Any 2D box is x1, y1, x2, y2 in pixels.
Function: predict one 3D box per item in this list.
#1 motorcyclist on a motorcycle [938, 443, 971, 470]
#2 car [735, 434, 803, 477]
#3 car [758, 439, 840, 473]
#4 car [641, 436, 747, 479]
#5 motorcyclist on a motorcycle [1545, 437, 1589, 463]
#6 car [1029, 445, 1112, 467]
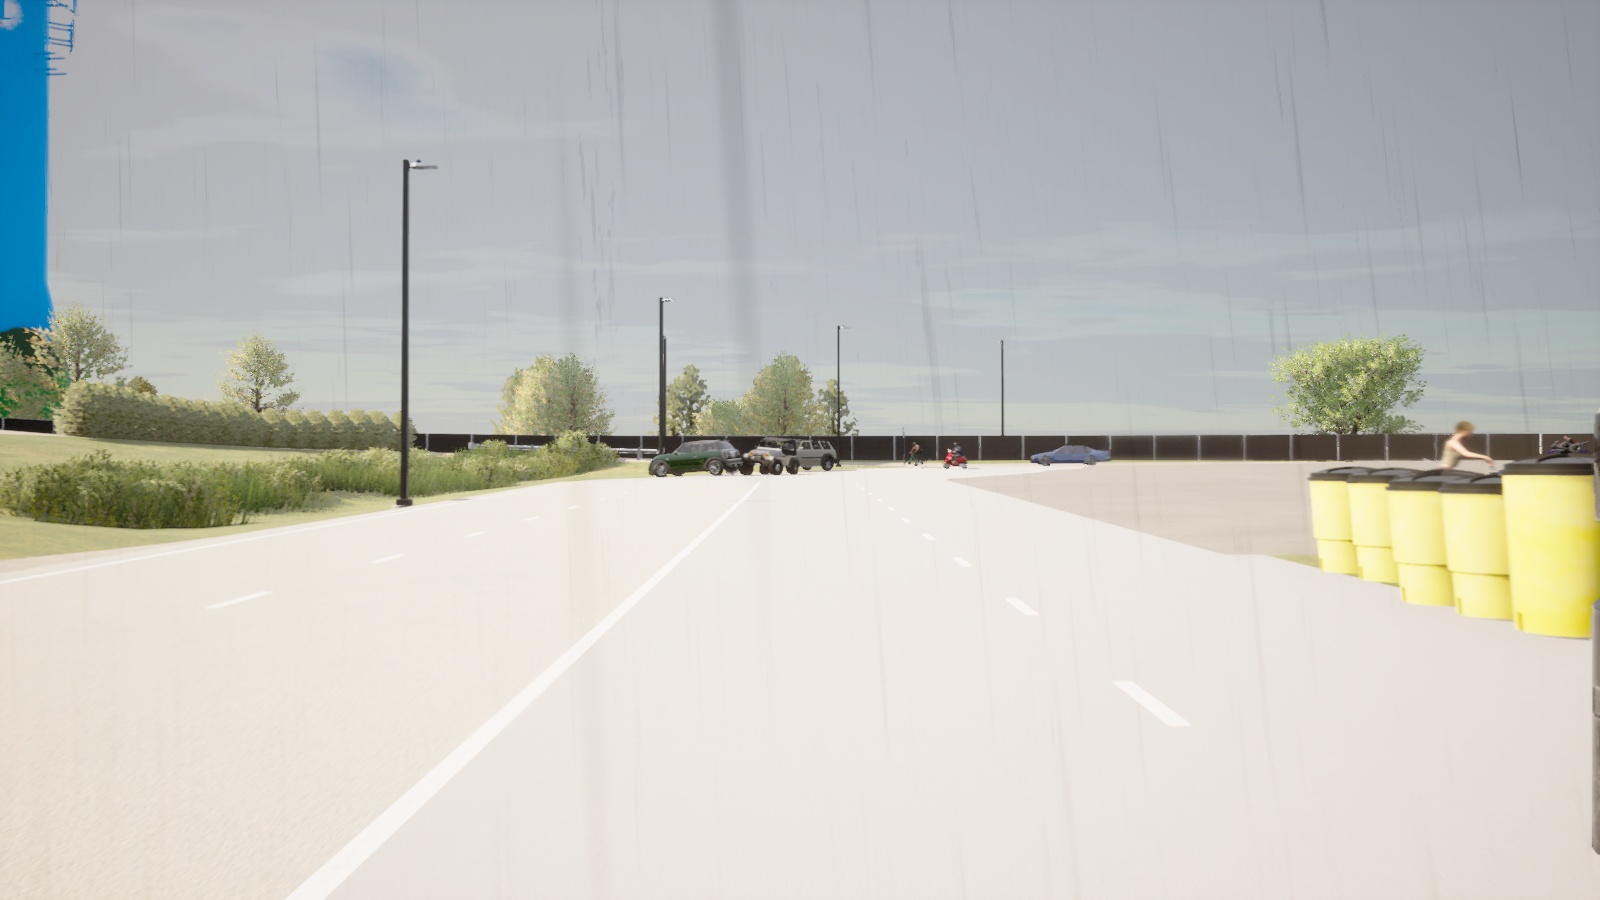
[{"bbox_3d":[9.135,0.366,74.098,1.817,1.590,0.866,-1,1,-32],"label":"motorcyclist on a motorcycle"},{"bbox_3d":[-1.503,0.296,62.347,1.905,1.878,3.866,6,0,21],"label":"car"},{"bbox_3d":[-0.028,0.289,70.885,4.605,1.855,1.932,-1,1,-45],"label":"car"},{"bbox_3d":[-5.141,0.367,61.083,4.553,1.767,2.097,-4,1,24],"label":"car"},{"bbox_3d":[45.498,0.010,74.467,2.191,1.530,0.866,0,-1,33],"label":"motorcyclist on a motorcycle"},{"bbox_3d":[18.056,0.438,84.150,5.357,1.411,2.033,-1,-1,11],"label":"car"}]
